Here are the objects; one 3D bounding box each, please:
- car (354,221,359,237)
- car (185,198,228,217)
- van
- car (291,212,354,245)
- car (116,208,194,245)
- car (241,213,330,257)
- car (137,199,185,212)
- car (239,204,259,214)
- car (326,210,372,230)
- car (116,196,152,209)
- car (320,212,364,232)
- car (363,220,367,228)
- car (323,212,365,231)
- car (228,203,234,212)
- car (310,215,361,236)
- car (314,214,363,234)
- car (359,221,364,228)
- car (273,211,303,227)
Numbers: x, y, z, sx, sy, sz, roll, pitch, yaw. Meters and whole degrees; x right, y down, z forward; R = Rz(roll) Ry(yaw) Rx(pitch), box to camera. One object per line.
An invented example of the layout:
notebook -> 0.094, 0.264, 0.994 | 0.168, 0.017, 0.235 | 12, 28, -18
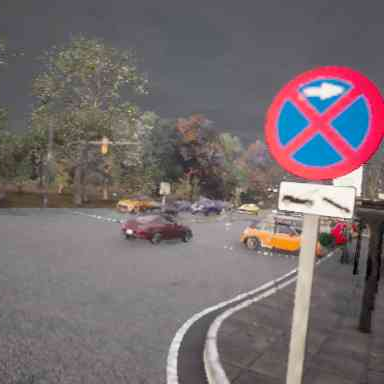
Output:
car -> 9.959, 2.906, 27.170 | 5.566, 2.045, 2.435 | 7, 1, 11
car -> 1.846, 1.826, 40.642 | 2.150, 2.045, 5.566 | 7, 1, 31
van -> 6.717, 2.637, 22.039 | 4.442, 1.987, 1.878 | 7, 1, 11
car -> 8.358, 2.761, 24.593 | 5.566, 2.045, 2.435 | 7, 1, 11
car -> -1.764, 1.908, 17.776 | 1.812, 1.442, 4.674 | 6, -1, 32
car -> 5.217, 2.606, 19.464 | 4.553, 1.767, 2.185 | 7, 1, 11
car -> -2.994, 1.736, 32.590 | 1.994, 1.385, 4.181 | 7, 1, 31
car -> 9.061, 2.741, 52.885 | 1.882, 1.535, 5.008 | 7, 2, 31
car -> 23.695, 4.163, 50.410 | 5.566, 2.045, 2.435 | 7, 1, 11
car -> -5.553, 1.221, 34.085 | 2.097, 1.767, 4.553 | 7, 1, 31
car -> 19.113, 3.856, 42.653 | 4.553, 1.767, 2.185 | 7, 1, 11
car -> 14.555, 3.317, 34.913 | 5.566, 2.045, 2.435 | 7, 1, 11
car -> 20.575, 3.990, 45.254 | 4.553, 1.767, 2.185 | 7, 1, 11
car -> 4.784, 2.279, 51.510 | 1.882, 1.535, 5.008 | 7, 1, 31
car -> 16.047, 3.732, 37.502 | 4.792, 1.488, 2.163 | 7, 1, 11
car -> 17.549, 3.840, 40.078 | 4.892, 1.521, 2.231 | 7, 1, 11
car -> 13.151, 3.446, 32.306 | 5.366, 1.575, 1.946 | 7, 1, 11
car -> 11.494, 3.176, 39.762 | 2.128, 1.511, 4.902 | 7, 1, 31
